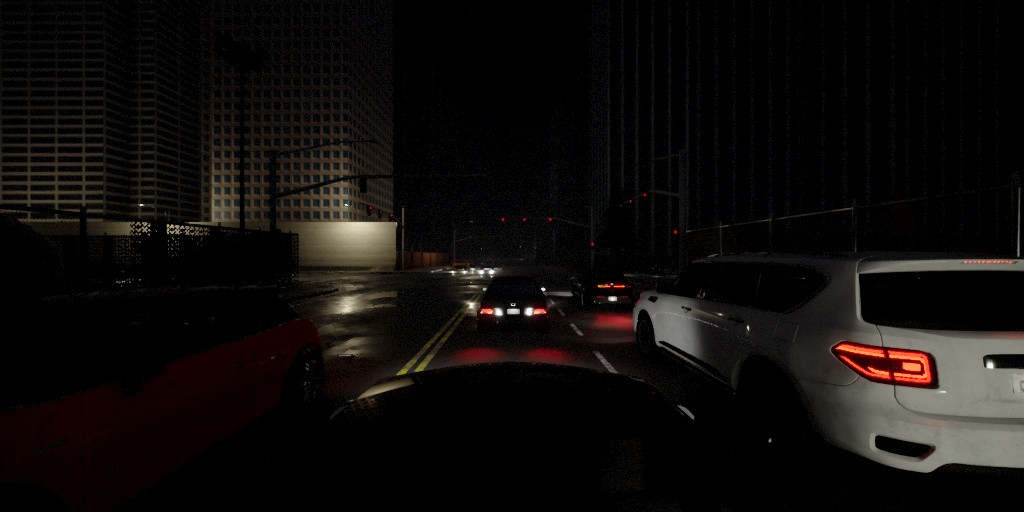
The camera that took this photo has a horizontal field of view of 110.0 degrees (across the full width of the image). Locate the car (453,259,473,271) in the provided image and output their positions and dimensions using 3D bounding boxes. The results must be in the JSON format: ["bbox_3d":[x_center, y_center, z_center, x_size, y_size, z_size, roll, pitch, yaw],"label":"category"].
[{"bbox_3d":[-7.107,1.228,50.423,1.882,1.535,5.008,0,0,0],"label":"car"}]

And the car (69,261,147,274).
[{"bbox_3d":[-33.897,1.199,29.782,4.892,1.490,1.837,0,0,0],"label":"car"}]

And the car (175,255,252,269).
[{"bbox_3d":[-24.088,0.916,29.759,5.566,2.045,2.150,0,0,0],"label":"car"}]

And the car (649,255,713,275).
[{"bbox_3d":[17.304,0.917,36.878,5.566,2.045,2.150,0,0,0],"label":"car"}]

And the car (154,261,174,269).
[{"bbox_3d":[-35.027,1.242,36.975,5.357,1.411,2.033,0,0,0],"label":"car"}]

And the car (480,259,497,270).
[{"bbox_3d":[-3.605,1.351,52.964,1.895,1.301,4.718,0,0,0],"label":"car"}]

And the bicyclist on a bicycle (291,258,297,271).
[{"bbox_3d":[-25.582,0.995,41.744,0.582,1.620,1.656,0,0,0],"label":"bicyclist on a bicycle"}]

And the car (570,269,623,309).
[{"bbox_3d":[3.634,1.255,15.020,1.837,1.490,4.892,0,0,2],"label":"car"}]

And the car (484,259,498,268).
[{"bbox_3d":[-3.584,1.241,62.027,2.128,1.511,4.902,0,0,0],"label":"car"}]

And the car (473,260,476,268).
[{"bbox_3d":[-7.091,1.276,59.762,1.812,1.442,4.674,0,0,0],"label":"car"}]

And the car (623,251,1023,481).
[{"bbox_3d":[3.601,0.971,5.160,2.150,2.045,5.566,0,0,0],"label":"car"}]

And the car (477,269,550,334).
[{"bbox_3d":[0.054,1.297,10.593,2.033,1.411,5.357,0,0,1],"label":"car"}]

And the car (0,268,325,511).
[{"bbox_3d":[-3.601,1.102,2.966,2.097,1.767,4.553,0,0,0],"label":"car"}]
